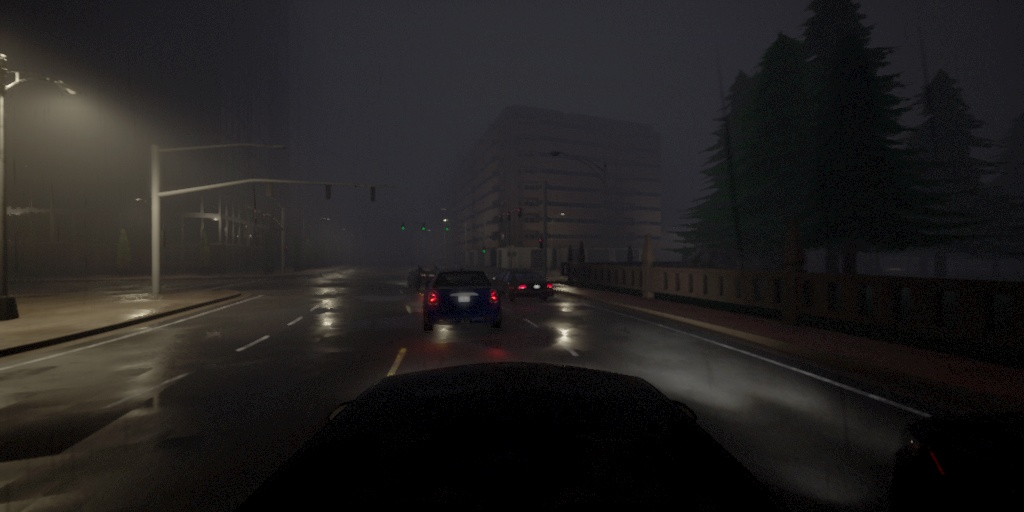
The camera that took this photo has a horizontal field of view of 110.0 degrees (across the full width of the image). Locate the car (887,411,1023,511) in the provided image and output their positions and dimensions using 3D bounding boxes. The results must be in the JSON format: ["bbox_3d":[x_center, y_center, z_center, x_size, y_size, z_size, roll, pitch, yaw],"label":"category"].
[{"bbox_3d":[3.288,1.225,0.258,2.128,1.511,4.902,0,0,2],"label":"car"}]

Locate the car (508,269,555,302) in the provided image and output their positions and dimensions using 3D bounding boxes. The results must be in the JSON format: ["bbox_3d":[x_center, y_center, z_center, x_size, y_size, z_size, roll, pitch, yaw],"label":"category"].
[{"bbox_3d":[0.289,1.339,17.377,2.033,1.411,5.357,0,0,-17],"label":"car"}]

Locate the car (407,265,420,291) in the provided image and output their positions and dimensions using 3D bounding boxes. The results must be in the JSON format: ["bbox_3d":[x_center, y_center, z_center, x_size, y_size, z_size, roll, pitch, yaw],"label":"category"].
[{"bbox_3d":[-5.444,1.318,22.687,2.128,1.511,4.902,0,0,-24],"label":"car"}]

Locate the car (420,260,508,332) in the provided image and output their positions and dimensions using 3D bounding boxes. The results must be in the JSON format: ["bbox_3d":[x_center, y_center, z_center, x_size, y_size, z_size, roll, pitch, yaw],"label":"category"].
[{"bbox_3d":[-1.707,1.136,11.315,2.097,1.767,4.553,0,0,-13],"label":"car"}]
